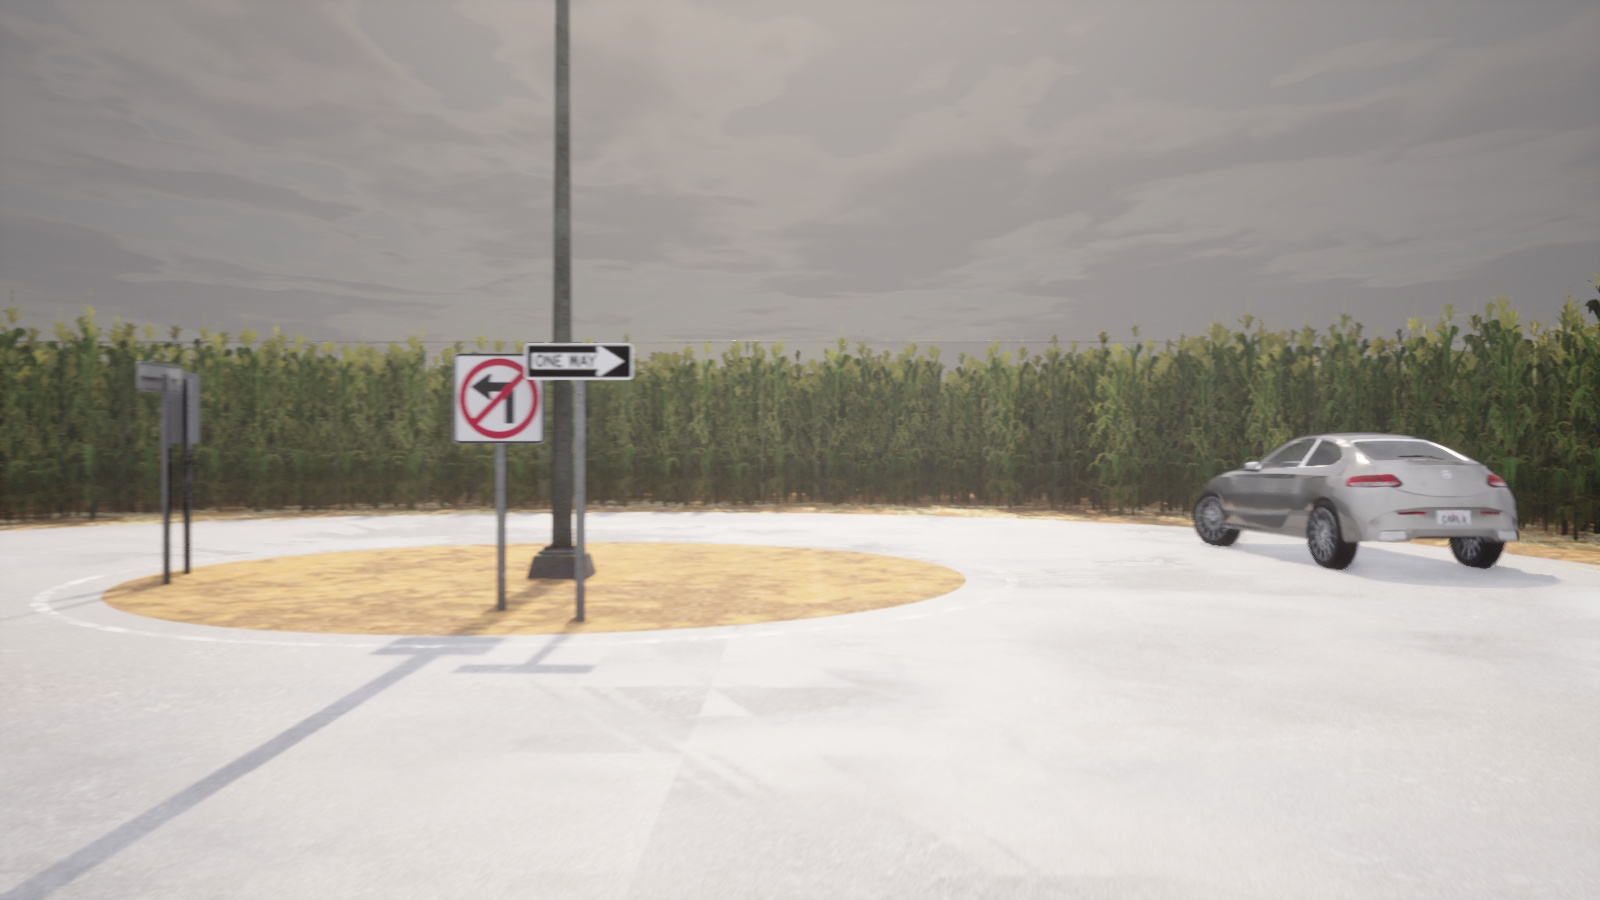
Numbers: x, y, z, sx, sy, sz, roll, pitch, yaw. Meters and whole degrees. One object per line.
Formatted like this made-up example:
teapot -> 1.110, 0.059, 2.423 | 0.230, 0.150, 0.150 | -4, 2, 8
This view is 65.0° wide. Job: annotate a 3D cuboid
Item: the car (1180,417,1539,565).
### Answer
car -> 7.082, 0.452, 16.668 | 2.152, 1.651, 5.027 | 0, 0, -6
